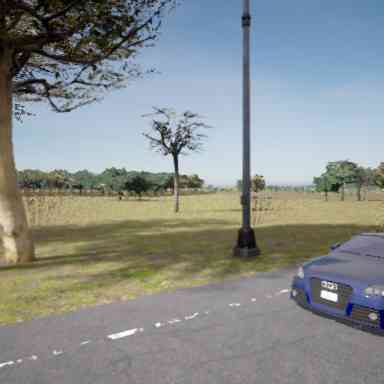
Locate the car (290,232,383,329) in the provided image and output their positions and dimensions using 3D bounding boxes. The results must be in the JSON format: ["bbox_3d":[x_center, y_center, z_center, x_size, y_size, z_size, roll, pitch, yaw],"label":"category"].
[{"bbox_3d":[3.935,1.553,6.720,4.181,1.385,1.994,0,0,-35],"label":"car"}]
